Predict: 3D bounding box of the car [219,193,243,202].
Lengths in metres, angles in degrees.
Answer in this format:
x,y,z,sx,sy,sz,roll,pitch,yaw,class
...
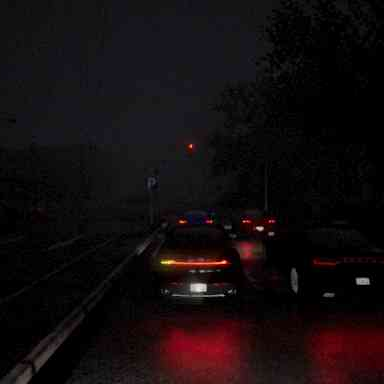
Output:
x,y,z,sx,sy,sz,roll,pitch,yaw,class
7.955,1.136,68.235,4.553,1.767,2.185,1,0,-13,car

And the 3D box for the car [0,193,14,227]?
x,y,z,sx,sy,sz,roll,pitch,yaw,class
-13.642,1.266,18.943,5.566,2.045,2.435,-1,0,-19,car

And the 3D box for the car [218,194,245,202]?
x,y,z,sx,sy,sz,roll,pitch,yaw,class
8.504,1.258,71.227,5.366,1.575,1.946,1,0,-13,car

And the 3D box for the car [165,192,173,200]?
x,y,z,sx,sy,sz,roll,pitch,yaw,class
-8.085,1.351,86.675,4.674,1.452,2.002,-1,0,-12,car

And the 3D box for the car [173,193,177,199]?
x,y,z,sx,sy,sz,roll,pitch,yaw,class
-7.622,1.058,89.679,5.566,2.045,2.435,-1,0,-12,car

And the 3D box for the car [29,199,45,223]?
x,y,z,sx,sy,sz,roll,pitch,yaw,class
-13.525,1.402,24.957,4.553,1.767,2.185,-1,0,-19,car

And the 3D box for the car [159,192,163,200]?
x,y,z,sx,sy,sz,roll,pitch,yaw,class
-9.696,1.316,74.703,4.892,1.521,2.231,-1,0,-13,car

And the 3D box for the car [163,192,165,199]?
x,y,z,sx,sy,sz,roll,pitch,yaw,class
-9.311,1.354,77.696,4.674,1.452,2.002,-1,0,-13,car

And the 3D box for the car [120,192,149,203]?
x,y,z,sx,sy,sz,roll,pitch,yaw,class
-11.180,1.354,62.754,4.792,1.488,2.163,-1,0,-15,car

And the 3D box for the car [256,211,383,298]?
x,y,z,sx,sy,sz,roll,pitch,yaw,class
3.140,1.487,8.573,1.882,1.535,5.008,0,0,0,car

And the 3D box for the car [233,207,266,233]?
x,y,z,sx,sy,sz,roll,pitch,yaw,class
3.235,1.549,17.913,1.812,1.442,4.674,0,0,1,car

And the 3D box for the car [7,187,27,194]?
x,y,z,sx,sy,sz,roll,pitch,yaw,class
-27.939,0.133,53.694,2.002,1.452,4.674,6,-3,-19,car

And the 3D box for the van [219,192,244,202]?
x,y,z,sx,sy,sz,roll,pitch,yaw,class
7.559,1.038,65.267,4.442,1.987,1.878,1,0,-14,van

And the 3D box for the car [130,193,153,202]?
x,y,z,sx,sy,sz,roll,pitch,yaw,class
-10.416,1.191,68.694,4.553,1.767,2.185,-1,0,-14,car

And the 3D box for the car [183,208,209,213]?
x,y,z,sx,sy,sz,roll,pitch,yaw,class
0.216,1.549,17.660,1.812,1.442,4.674,0,0,1,car

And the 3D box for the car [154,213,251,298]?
x,y,z,sx,sy,sz,roll,pitch,yaw,class
0.140,1.515,8.536,1.837,1.490,4.892,0,0,0,car

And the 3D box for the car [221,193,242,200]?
x,y,z,sx,sy,sz,roll,pitch,yaw,class
9.810,1.123,82.927,4.553,1.767,2.185,1,0,-12,car

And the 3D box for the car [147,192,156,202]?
x,y,z,sx,sy,sz,roll,pitch,yaw,class
-10.522,1.310,65.743,5.366,1.575,1.946,-1,0,-14,car

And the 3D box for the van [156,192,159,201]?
x,y,z,sx,sy,sz,roll,pitch,yaw,class
-9.937,1.088,71.732,4.442,1.987,1.878,-1,0,-14,van

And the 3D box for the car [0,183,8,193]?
x,y,z,sx,sy,sz,roll,pitch,yaw,class
-30.934,-0.429,53.767,2.435,2.045,5.566,6,-3,-19,car

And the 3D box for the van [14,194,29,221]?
x,y,z,sx,sy,sz,roll,pitch,yaw,class
-13.513,1.295,21.979,4.442,1.987,1.878,-1,0,-19,van
